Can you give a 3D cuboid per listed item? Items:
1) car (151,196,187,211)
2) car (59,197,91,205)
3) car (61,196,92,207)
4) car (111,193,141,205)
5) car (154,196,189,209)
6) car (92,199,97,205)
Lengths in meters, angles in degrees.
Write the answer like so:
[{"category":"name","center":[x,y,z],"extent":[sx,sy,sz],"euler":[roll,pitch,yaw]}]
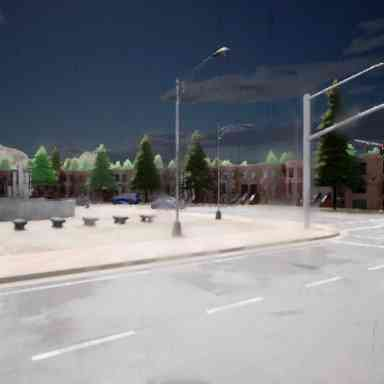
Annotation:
[{"category":"car","center":[-3.208,1.570,41.873],"extent":[4.674,1.442,1.812],"euler":[0,0,41]},{"category":"car","center":[-21.819,1.586,62.151],"extent":[5.357,1.411,2.033],"euler":[0,0,7]},{"category":"car","center":[-18.525,1.630,50.669],"extent":[5.357,1.411,2.033],"euler":[0,0,16]},{"category":"car","center":[-11.786,1.271,59.305],"extent":[5.566,2.045,2.150],"euler":[0,0,22]},{"category":"car","center":[-2.805,1.402,46.030],"extent":[4.553,1.767,2.097],"euler":[0,0,37]},{"category":"car","center":[-17.540,1.394,54.028],"extent":[4.181,1.385,1.994],"euler":[0,0,16]}]
